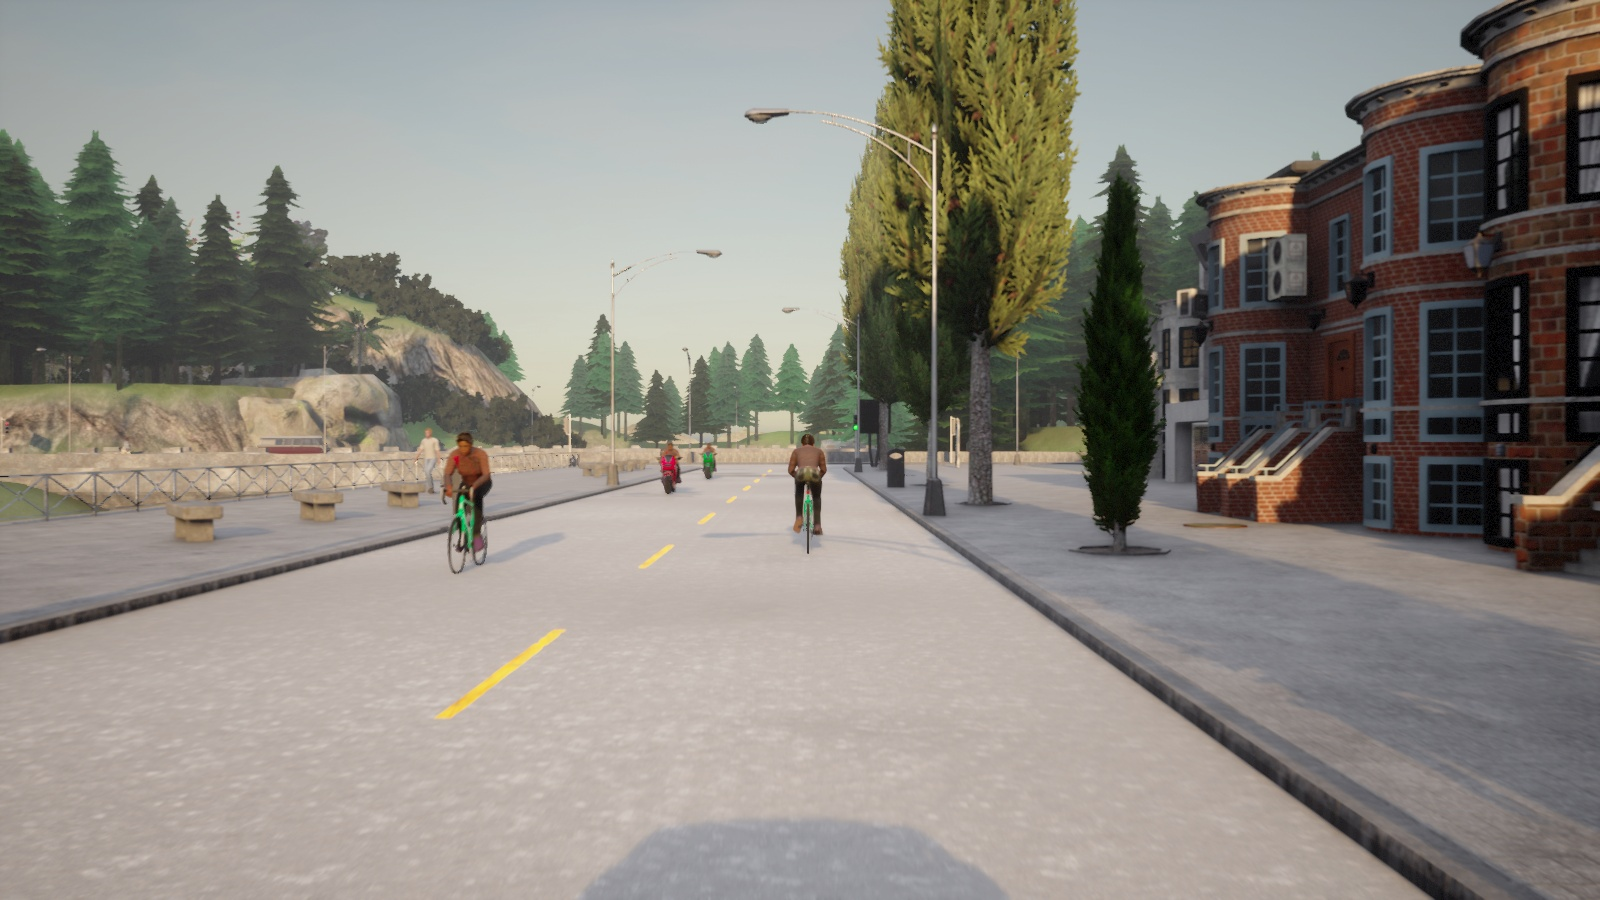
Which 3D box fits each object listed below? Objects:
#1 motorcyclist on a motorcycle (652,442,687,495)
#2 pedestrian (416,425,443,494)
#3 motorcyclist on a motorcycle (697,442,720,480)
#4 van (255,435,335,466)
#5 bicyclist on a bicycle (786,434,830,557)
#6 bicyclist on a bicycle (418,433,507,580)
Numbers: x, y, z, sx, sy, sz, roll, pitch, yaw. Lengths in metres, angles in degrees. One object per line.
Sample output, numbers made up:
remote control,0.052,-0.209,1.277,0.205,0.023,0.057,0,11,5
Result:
motorcyclist on a motorcycle,-3.783,0.519,36.563,0.797,1.523,2.044,0,0,0
pedestrian,-10.026,0.257,33.994,0.354,1.836,0.706,0,0,19
motorcyclist on a motorcycle,-3.701,0.439,50.918,0.797,1.523,2.044,0,0,0
van,-32.286,0.020,80.348,4.442,1.987,1.775,0,0,0
bicyclist on a bicycle,0.111,0.601,17.452,0.582,1.620,1.656,0,0,0
bicyclist on a bicycle,-3.899,0.614,14.616,0.582,1.620,1.656,0,1,0
